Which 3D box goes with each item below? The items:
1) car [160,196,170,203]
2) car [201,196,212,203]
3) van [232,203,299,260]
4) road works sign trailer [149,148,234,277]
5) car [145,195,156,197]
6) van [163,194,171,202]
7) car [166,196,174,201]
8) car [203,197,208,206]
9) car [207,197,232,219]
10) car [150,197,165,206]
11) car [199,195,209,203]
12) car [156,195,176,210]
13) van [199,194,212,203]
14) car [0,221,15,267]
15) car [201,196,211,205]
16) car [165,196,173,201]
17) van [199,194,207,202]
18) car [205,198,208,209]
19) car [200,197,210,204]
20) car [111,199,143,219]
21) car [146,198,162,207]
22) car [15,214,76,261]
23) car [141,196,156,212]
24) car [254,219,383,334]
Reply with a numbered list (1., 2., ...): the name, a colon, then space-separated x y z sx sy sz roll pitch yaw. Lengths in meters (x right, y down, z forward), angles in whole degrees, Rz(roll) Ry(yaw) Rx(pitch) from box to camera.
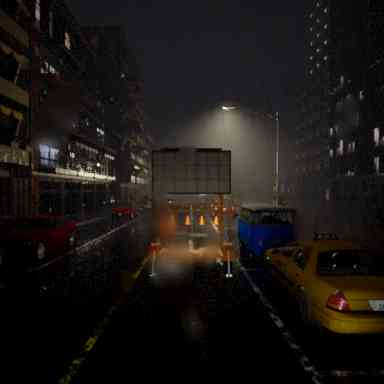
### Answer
1. car: -5.816 1.607 73.017 1.887 1.381 4.507 0 0 0
2. car: 2.610 1.606 45.397 1.802 1.307 4.206 0 0 0
3. van: 2.664 1.342 12.237 1.690 1.788 3.998 0 0 0
4. road works sign trailer: -0.018 0.465 10.231 2.380 3.560 2.880 0 0 0
5. car: -5.772 1.339 45.384 2.192 1.841 5.009 0 0 0
6. van: -5.827 1.413 78.544 1.690 1.788 3.998 0 0 0
7. car: -5.843 1.675 89.596 1.802 1.307 4.206 0 0 0
8. car: 2.619 1.601 39.871 1.802 1.307 4.206 0 0 0
9. car: 2.637 1.450 28.817 1.967 1.590 4.097 0 0 0
10. car: -5.788 1.588 56.437 2.008 1.369 4.403 0 0 0
11. car: 2.563 1.502 73.030 1.967 1.590 4.097 0 0 0
12. car: -3.154 1.526 42.564 1.837 1.490 4.892 0 0 0
13. van: 2.591 1.378 56.451 1.690 1.788 3.998 0 0 0
14. car: -5.705 1.525 6.528 1.752 1.417 4.829 0 0 0
15. car: 2.582 1.570 62.146 1.752 1.417 4.829 0 0 0
16. car: -5.834 1.664 84.070 1.802 1.307 4.206 0 0 0
17. van: 2.553 1.413 78.558 1.690 1.788 3.998 0 0 0
18. car: 2.628 1.540 34.514 1.752 1.417 4.829 0 0 0
19. car: 2.574 1.619 67.504 1.947 1.339 4.313 0 0 0
20. car: -5.743 1.555 28.804 1.887 1.381 4.507 0 0 0
21. car: -5.779 1.581 50.911 2.008 1.369 4.403 0 0 0
22. car: -5.715 1.546 12.223 1.887 1.381 4.507 0 0 0
23. car: -5.761 1.544 39.688 1.752 1.417 4.829 0 0 0
24. car: 2.674 1.525 6.881 1.752 1.417 4.829 0 0 0
